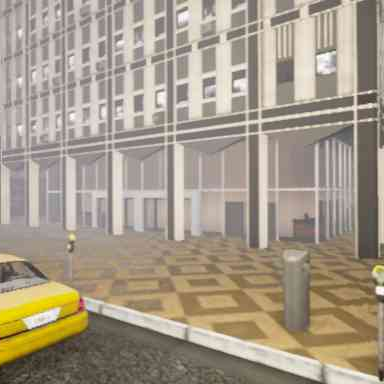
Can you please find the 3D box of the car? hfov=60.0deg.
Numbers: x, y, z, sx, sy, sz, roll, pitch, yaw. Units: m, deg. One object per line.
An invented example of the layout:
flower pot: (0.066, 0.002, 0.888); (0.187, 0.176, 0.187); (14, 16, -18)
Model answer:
car: (-3.773, 1.591, 5.561); (4.829, 1.417, 1.752); (-1, 0, 36)
